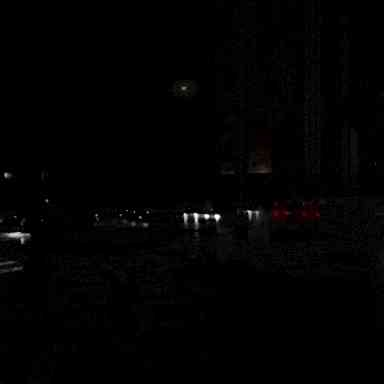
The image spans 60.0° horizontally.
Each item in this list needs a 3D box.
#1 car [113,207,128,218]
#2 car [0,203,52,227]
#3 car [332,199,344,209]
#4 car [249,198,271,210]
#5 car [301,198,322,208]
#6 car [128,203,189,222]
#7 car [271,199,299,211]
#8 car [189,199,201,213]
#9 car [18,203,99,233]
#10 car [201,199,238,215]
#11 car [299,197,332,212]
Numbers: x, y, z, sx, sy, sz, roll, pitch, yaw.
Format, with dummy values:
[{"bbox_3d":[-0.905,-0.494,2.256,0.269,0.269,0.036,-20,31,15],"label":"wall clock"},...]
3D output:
[{"bbox_3d":[-4.728,1.628,29.787,1.895,1.301,4.718,0,0,36],"label":"car"},{"bbox_3d":[-10.129,1.507,22.262,2.128,1.511,4.902,0,0,36],"label":"car"},{"bbox_3d":[20.703,1.646,48.331,1.994,1.385,4.181,0,0,36],"label":"car"},{"bbox_3d":[9.073,1.550,43.368,2.128,1.511,4.902,0,0,36],"label":"car"},{"bbox_3d":[18.063,1.604,50.227,1.812,1.442,4.674,0,0,36],"label":"car"},{"bbox_3d":[-2.642,1.631,27.122,1.895,1.301,4.718,0,0,36],"label":"car"},{"bbox_3d":[12.081,1.589,41.809,1.812,1.442,4.674,0,0,36],"label":"car"},{"bbox_3d":[1.078,1.567,37.871,1.812,1.442,4.674,0,0,36],"label":"car"},{"bbox_3d":[-7.736,1.583,20.021,1.994,1.385,4.181,0,0,36],"label":"car"},{"bbox_3d":[3.206,1.608,35.251,1.994,1.385,4.181,0,0,36],"label":"car"},{"bbox_3d":[15.031,1.420,40.338,2.097,1.767,4.553,0,0,36],"label":"car"}]
